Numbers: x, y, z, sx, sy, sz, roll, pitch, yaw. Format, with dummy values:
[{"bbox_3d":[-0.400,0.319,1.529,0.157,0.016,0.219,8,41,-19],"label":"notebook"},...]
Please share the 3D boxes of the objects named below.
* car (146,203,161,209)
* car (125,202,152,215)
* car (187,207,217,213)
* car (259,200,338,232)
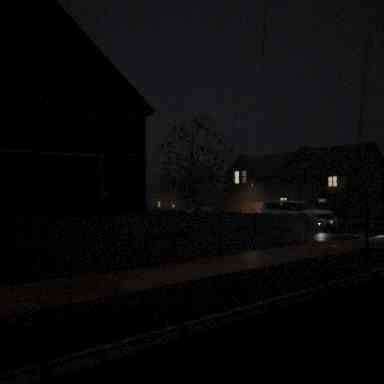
[{"bbox_3d":[-4.985,2.355,39.815,1.837,1.490,4.892,-1,-1,-36],"label":"car"},{"bbox_3d":[-7.883,2.376,48.785,2.097,1.767,4.553,-1,-1,-35],"label":"car"},{"bbox_3d":[1.211,2.123,31.185,1.812,1.442,4.674,-1,-1,-36],"label":"car"},{"bbox_3d":[7.095,1.580,23.018,2.150,2.045,5.566,-1,-1,-36],"label":"car"}]
